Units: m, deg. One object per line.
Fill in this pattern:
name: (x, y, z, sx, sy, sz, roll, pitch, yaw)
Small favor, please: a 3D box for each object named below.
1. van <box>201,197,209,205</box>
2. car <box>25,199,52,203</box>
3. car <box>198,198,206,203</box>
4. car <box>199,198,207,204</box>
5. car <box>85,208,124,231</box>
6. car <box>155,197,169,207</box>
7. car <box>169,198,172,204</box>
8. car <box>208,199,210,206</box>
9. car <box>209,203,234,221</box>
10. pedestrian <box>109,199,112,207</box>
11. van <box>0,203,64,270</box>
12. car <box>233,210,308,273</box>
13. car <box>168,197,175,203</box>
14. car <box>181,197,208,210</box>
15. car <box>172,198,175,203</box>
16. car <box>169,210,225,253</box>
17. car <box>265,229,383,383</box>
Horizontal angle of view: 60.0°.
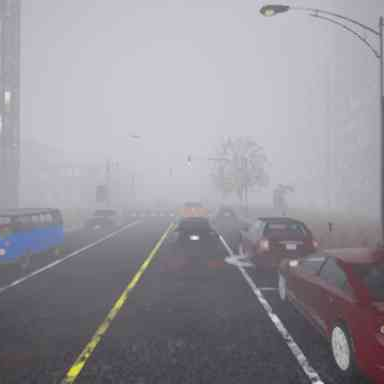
van: (2.724, 1.906, 71.195, 1.690, 1.788, 3.998, 0, 0, 0)
car: (-22.794, 1.727, 49.026, 4.206, 1.307, 1.802, 1, -1, -1)
car: (2.732, 2.307, 93.396, 1.947, 1.339, 4.313, 0, 0, 0)
car: (2.727, 2.204, 82.295, 2.008, 1.369, 4.403, 0, 0, 0)
car: (-5.677, 1.742, 22.078, 1.947, 1.339, 4.313, 0, 0, 0)
car: (-5.662, 2.058, 60.092, 1.802, 1.307, 4.206, 0, 0, 0)
car: (-5.659, 1.835, 65.645, 2.192, 1.841, 5.009, 0, 0, 0)
car: (2.720, 2.047, 65.812, 1.752, 1.417, 4.829, 0, 0, 0)
car: (2.705, 1.785, 27.614, 1.947, 1.339, 4.313, 0, 0, 0)
pedestrian: (-12.729, 1.730, 52.100, 0.375, 1.300, 0.375, 0, -1, -1)
van: (-5.681, 1.429, 11.002, 1.690, 1.788, 3.998, 0, 0, 0)
car: (2.699, 1.528, 10.998, 1.967, 1.590, 4.097, 0, 0, 0)
car: (-5.649, 2.265, 93.228, 1.752, 1.417, 4.829, 0, 0, 0)
car: (0.113, 1.589, 29.850, 2.097, 1.767, 4.553, 0, 0, 0)
car: (-5.656, 2.159, 76.745, 2.008, 1.369, 4.403, 0, 0, 0)
car: (0.104, 1.677, 14.246, 1.994, 1.385, 4.181, 0, -1, 0)
car: (2.696, 1.589, 5.458, 1.887, 1.381, 4.507, 0, 0, 0)
